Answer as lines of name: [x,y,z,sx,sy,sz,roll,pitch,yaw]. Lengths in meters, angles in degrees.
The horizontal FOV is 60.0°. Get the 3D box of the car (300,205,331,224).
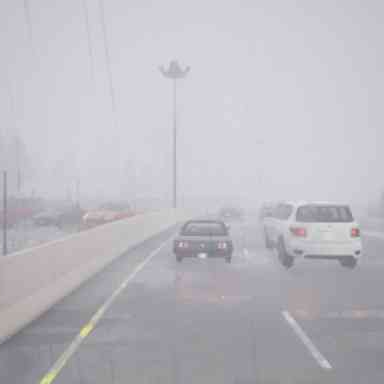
car: [10.085,1.768,27.364,1.895,1.301,4.718,0,0,14]

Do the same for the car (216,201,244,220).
car: [3.551,1.707,29.895,1.812,1.442,4.674,0,0,14]

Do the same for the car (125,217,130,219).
car: [-5.463,1.487,22.270,2.097,1.767,4.553,0,0,10]

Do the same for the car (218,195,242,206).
car: [7.369,1.613,63.907,2.150,2.045,5.566,-1,0,34]

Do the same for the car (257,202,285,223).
car: [6.896,1.667,28.838,2.128,1.511,4.902,0,0,14]

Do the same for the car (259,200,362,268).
car: [3.955,1.294,11.812,2.150,2.045,5.566,0,0,4]

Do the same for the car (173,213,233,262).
car: [0.500,1.677,12.428,1.895,1.301,4.718,0,0,4]
